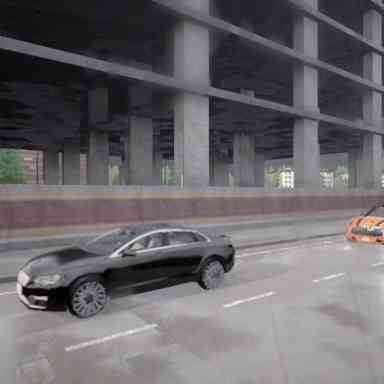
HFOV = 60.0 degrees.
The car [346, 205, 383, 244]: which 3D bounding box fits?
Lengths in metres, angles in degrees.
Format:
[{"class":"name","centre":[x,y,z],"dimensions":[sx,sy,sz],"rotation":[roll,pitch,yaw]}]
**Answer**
[{"class":"car","centre":[8.870,1.353,14.932],"dimensions":[4.553,1.767,2.097],"rotation":[0,0,-37]}]

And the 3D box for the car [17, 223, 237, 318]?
[{"class":"car","centre":[-1.168,1.492,7.508],"dimensions":[4.902,1.511,2.128],"rotation":[0,0,-37]}]

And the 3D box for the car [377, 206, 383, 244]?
[{"class":"car","centre":[7.618,1.353,9.670],"dimensions":[4.553,1.767,2.097],"rotation":[0,0,-37]}]
